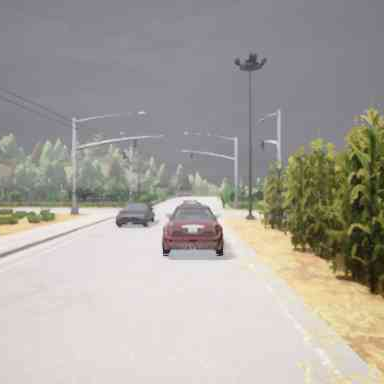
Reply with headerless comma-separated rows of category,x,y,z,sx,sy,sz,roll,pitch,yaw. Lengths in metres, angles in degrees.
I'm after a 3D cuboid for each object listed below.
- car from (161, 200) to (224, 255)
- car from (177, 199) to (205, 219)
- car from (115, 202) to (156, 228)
car,0.045,1.251,12.911,2.097,1.767,4.553,0,0,1
car,-0.166,1.350,27.763,1.994,1.385,4.181,0,0,-5
car,-3.460,1.383,21.342,2.033,1.411,5.357,0,0,1
